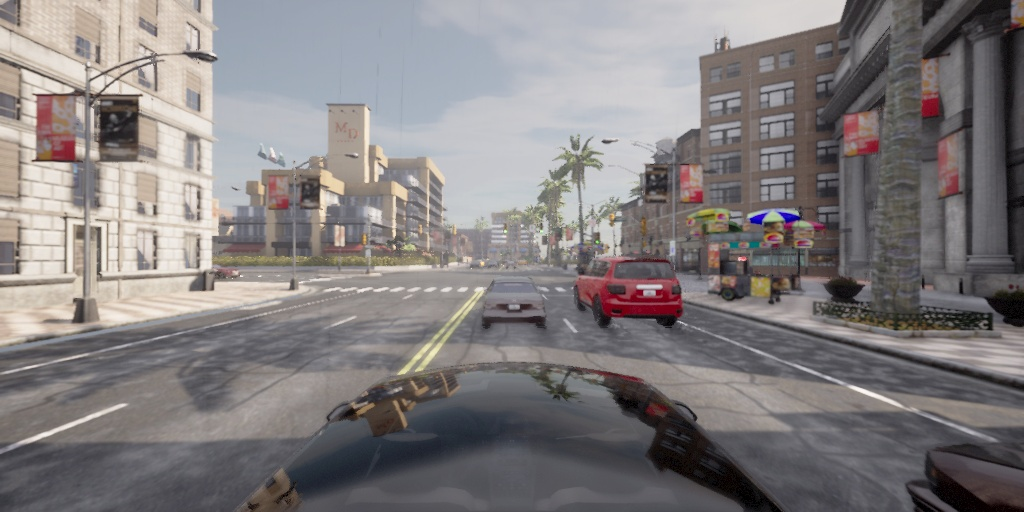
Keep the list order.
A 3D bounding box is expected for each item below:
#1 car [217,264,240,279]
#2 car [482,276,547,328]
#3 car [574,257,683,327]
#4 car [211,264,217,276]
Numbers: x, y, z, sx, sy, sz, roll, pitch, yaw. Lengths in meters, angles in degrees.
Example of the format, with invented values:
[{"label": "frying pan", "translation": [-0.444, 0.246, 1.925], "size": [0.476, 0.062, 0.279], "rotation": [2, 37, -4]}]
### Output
[{"label": "car", "translation": [-29.326, 1.475, 35.136], "size": [4.674, 1.442, 1.812], "rotation": [0, 0, -1]}, {"label": "car", "translation": [0.036, 1.356, 11.633], "size": [2.033, 1.411, 5.357], "rotation": [0, 0, -1]}, {"label": "car", "translation": [3.535, 1.035, 11.889], "size": [2.150, 2.045, 5.566], "rotation": [0, 0, 0]}, {"label": "car", "translation": [-29.519, 1.406, 31.633], "size": [5.008, 1.535, 1.882], "rotation": [0, 0, -1]}]
